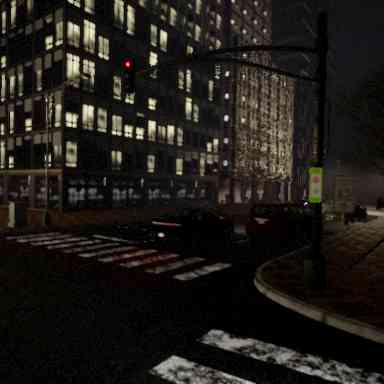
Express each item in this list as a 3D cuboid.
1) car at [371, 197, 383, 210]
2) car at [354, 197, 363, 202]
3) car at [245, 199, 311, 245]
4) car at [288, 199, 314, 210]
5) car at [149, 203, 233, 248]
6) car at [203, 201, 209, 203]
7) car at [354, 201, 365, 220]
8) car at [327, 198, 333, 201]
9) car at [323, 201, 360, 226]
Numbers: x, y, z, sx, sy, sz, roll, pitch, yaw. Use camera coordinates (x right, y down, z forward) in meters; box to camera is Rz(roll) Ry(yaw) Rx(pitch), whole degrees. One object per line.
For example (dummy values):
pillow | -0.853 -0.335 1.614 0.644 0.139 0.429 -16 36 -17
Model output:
car | 27.895 1.709 48.062 2.192 1.841 5.009 2 1 36
car | 34.551 1.853 71.166 2.008 1.369 4.403 2 1 36
car | 4.425 1.414 16.314 2.192 1.841 5.009 2 0 36
car | 14.442 1.627 43.964 1.947 1.339 4.313 2 0 36
car | 0.175 1.483 15.062 2.128 1.511 4.902 2 1 35
car | 0.934 1.416 25.692 1.752 1.417 4.829 2 0 36
car | 14.478 1.810 29.922 1.802 1.307 4.206 2 0 36
car | 24.396 1.707 57.428 1.752 1.417 4.829 2 1 36
car | 11.227 1.712 25.522 1.752 1.417 4.829 2 0 36
